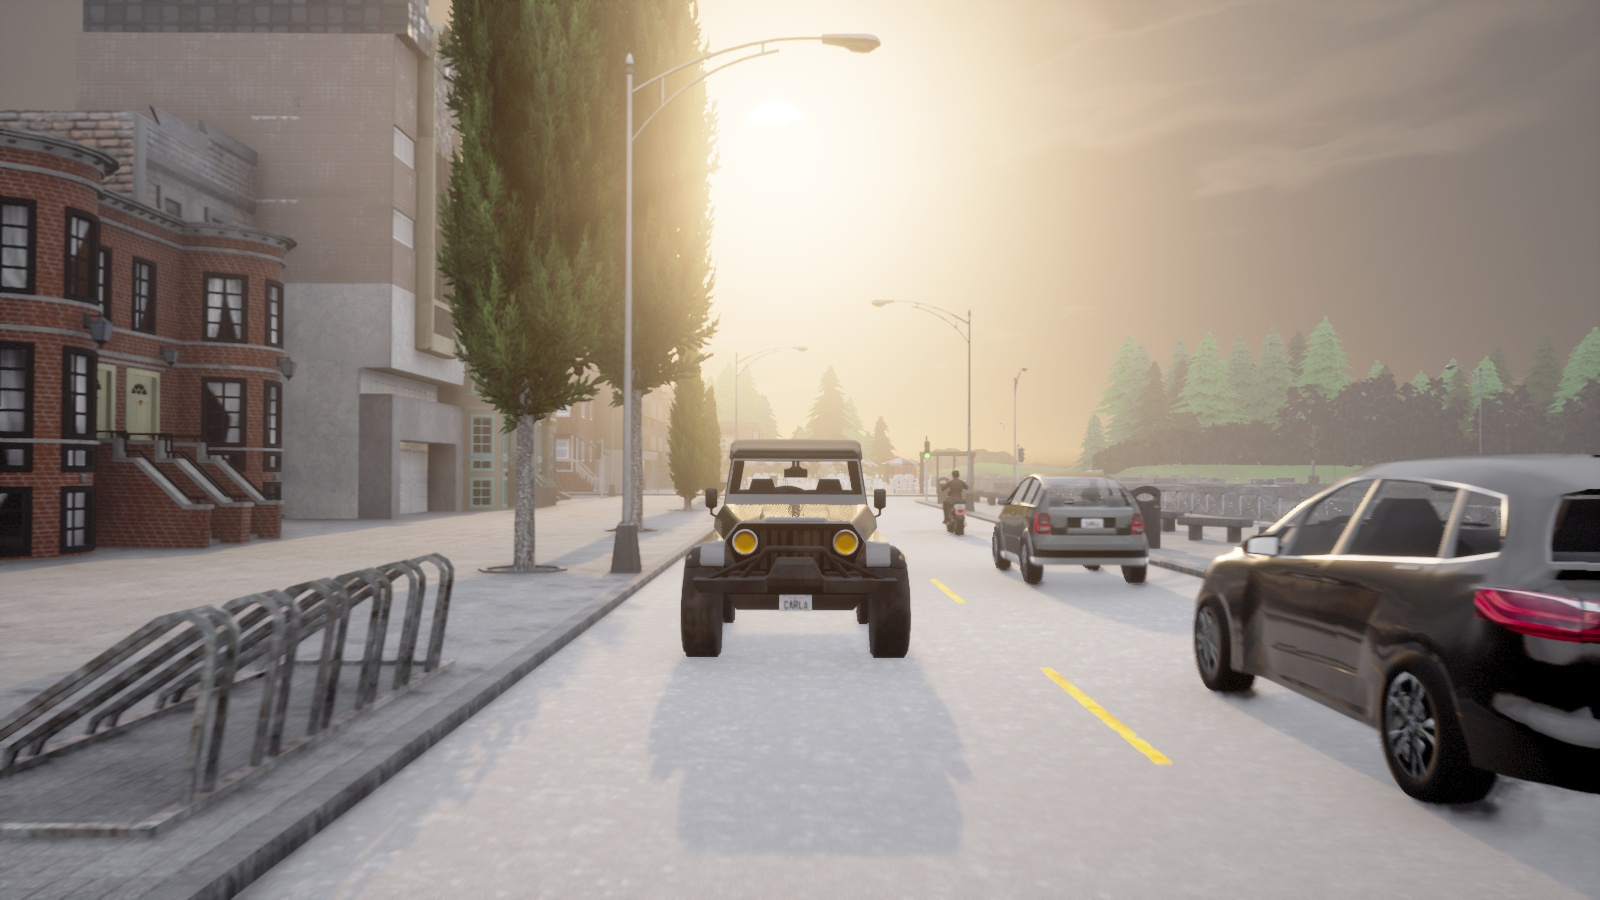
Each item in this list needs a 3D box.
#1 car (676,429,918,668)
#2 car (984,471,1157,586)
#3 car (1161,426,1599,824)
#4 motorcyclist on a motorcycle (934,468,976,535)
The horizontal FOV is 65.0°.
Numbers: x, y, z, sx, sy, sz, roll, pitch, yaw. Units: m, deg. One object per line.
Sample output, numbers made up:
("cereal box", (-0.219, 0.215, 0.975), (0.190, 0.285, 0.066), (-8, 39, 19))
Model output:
("car", (-0.032, 0.809, 11.857), (1.905, 1.878, 3.866), (0, -1, 0))
("car", (3.950, 1.094, 18.924), (1.789, 1.549, 3.705), (0, -1, 0))
("car", (3.978, 0.770, 7.588), (2.242, 1.667, 4.611), (0, -1, 0))
("motorcyclist on a motorcycle", (3.916, 1.283, 31.884), (0.766, 1.649, 2.350), (0, -1, 0))
